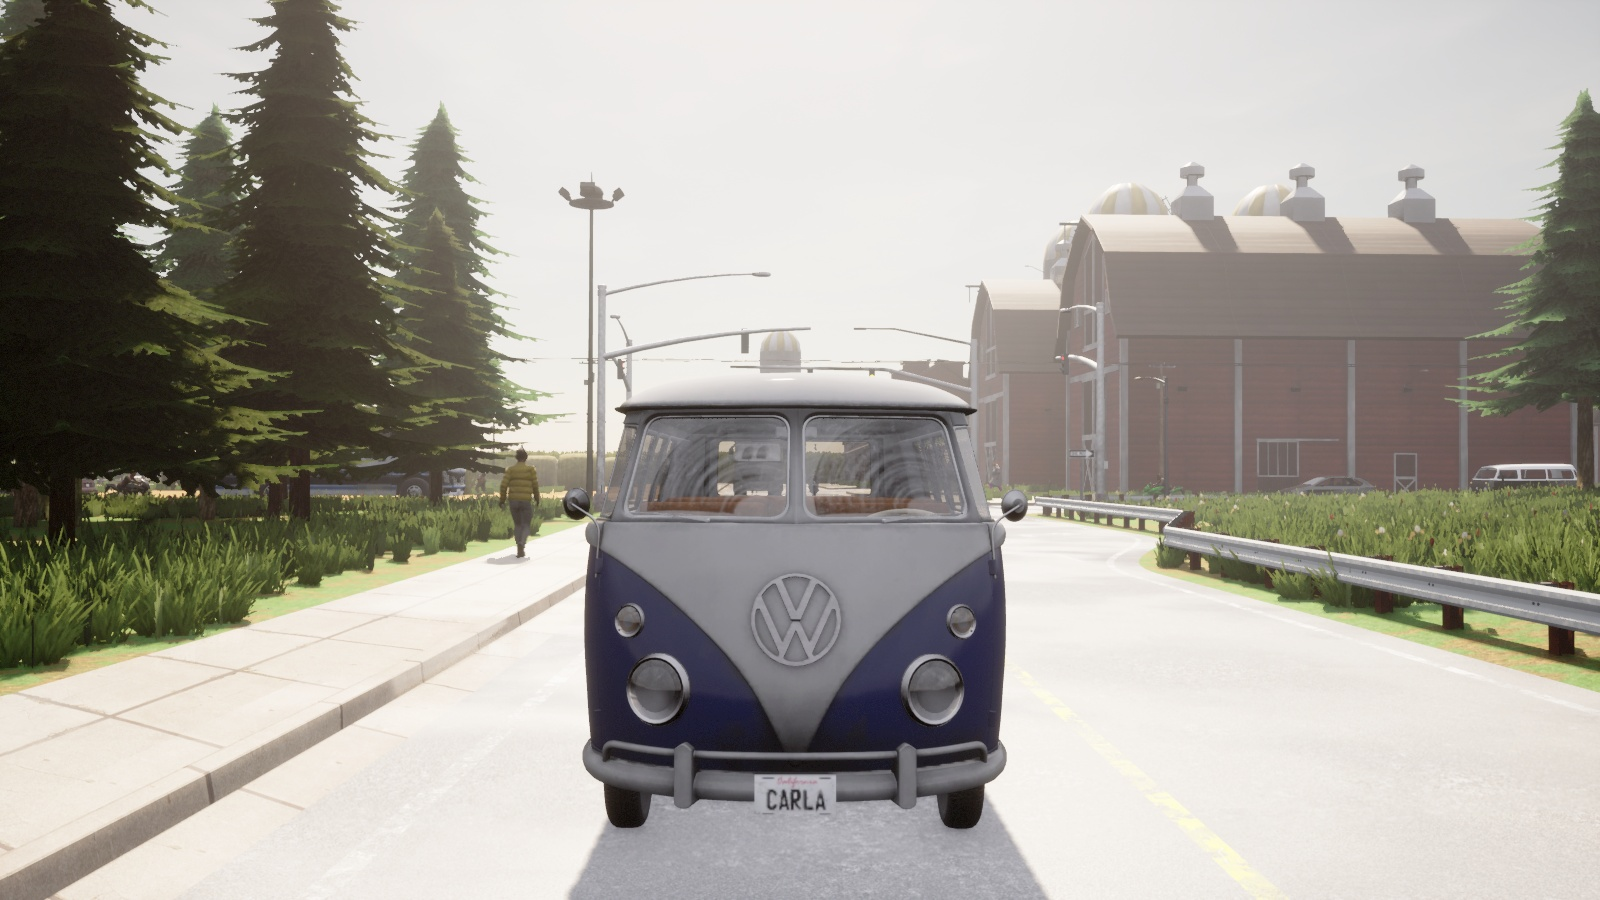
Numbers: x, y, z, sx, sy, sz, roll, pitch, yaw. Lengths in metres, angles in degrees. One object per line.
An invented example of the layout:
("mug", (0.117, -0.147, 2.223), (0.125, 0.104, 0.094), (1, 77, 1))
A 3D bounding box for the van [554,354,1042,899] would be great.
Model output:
("van", (-0.024, 0.681, 6.802), (1.775, 1.987, 4.442), (0, -1, 0))

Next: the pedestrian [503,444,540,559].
("pedestrian", (-4.540, 0.838, 20.483), (0.431, 1.840, 0.709), (0, -1, 1))

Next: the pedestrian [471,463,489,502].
("pedestrian", (-15.235, 1.552, 59.793), (0.694, 1.848, 0.540), (0, -1, 8))

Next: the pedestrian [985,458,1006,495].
("pedestrian", (10.386, 1.426, 66.603), (0.873, 1.952, 0.659), (0, -1, -22))

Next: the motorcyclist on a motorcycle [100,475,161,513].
("motorcyclist on a motorcycle", (-27.342, 1.792, 51.301), (2.044, 1.523, 0.797), (0, -1, -1))

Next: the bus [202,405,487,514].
("bus", (-18.437, 0.402, 51.531), (10.273, 4.253, 3.944), (0, -1, -1))

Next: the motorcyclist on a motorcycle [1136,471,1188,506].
("motorcyclist on a motorcycle", (16.080, 1.694, 55.812), (2.044, 1.523, 0.797), (0, -1, -1))

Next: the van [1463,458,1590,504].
("van", (32.474, 1.376, 56.197), (4.480, 2.038, 2.069), (0, -1, -1))

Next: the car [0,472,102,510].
("car", (-32.903, 1.787, 54.674), (3.988, 1.617, 1.851), (0, -1, -1))

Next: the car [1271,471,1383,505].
("car", (23.452, 1.699, 55.983), (4.193, 1.474, 1.816), (0, -1, -1))
